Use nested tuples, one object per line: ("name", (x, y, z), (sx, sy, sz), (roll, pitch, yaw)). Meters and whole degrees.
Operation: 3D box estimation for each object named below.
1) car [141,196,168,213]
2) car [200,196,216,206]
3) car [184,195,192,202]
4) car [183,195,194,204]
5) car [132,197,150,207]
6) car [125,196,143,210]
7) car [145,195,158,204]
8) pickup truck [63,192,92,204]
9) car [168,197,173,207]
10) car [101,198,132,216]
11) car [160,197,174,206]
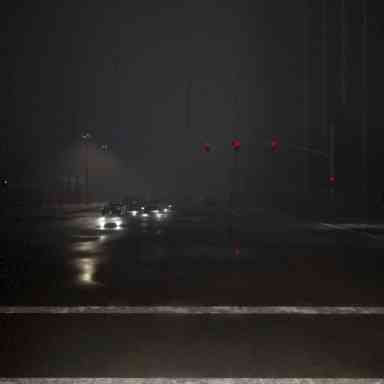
("car", (-4.165, 1.526, 37.254), (1.812, 1.442, 4.674), (0, 0, 2))
("car", (2.862, 1.491, 54.062), (2.128, 1.511, 4.902), (0, 0, -1))
("car", (-0.947, 1.478, 75.459), (1.882, 1.535, 5.008), (0, 0, -1))
("car", (-0.749, 1.353, 65.454), (2.097, 1.767, 4.553), (0, 0, -1))
("car", (-7.803, 1.547, 51.383), (2.033, 1.411, 5.357), (0, 0, 0))
("car", (-7.706, 1.352, 41.884), (2.097, 1.767, 4.553), (0, 0, 0))
("car", (-7.872, 1.478, 64.442), (1.882, 1.535, 5.008), (0, 0, 0))
("pickup truck", (-20.918, 1.059, 60.092), (2.390, 2.098, 6.274), (0, 0, 30))
("car", (-4.253, 1.491, 47.281), (2.128, 1.511, 4.902), (0, 0, 0))
("car", (-7.612, 1.601, 33.115), (1.895, 1.301, 4.718), (0, 0, -1))
("car", (-4.338, 1.547, 57.933), (2.033, 1.411, 5.357), (0, 0, 0))
